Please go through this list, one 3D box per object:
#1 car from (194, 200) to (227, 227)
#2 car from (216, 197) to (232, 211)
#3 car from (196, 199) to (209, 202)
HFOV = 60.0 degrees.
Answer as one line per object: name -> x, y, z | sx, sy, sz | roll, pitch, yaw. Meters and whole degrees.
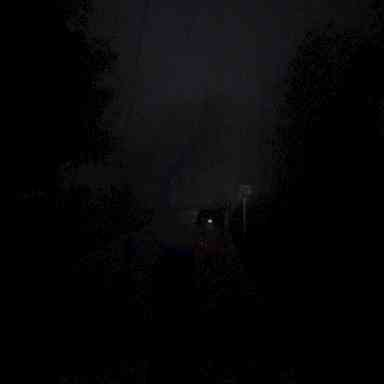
car -> 1.385, 1.611, 23.721 | 1.837, 1.490, 4.892 | 0, 0, 5
car -> 3.937, 1.429, 42.468 | 2.097, 1.767, 4.553 | 1, 1, 9
car -> 1.477, 1.600, 45.382 | 1.895, 1.301, 4.718 | 1, 1, 11
